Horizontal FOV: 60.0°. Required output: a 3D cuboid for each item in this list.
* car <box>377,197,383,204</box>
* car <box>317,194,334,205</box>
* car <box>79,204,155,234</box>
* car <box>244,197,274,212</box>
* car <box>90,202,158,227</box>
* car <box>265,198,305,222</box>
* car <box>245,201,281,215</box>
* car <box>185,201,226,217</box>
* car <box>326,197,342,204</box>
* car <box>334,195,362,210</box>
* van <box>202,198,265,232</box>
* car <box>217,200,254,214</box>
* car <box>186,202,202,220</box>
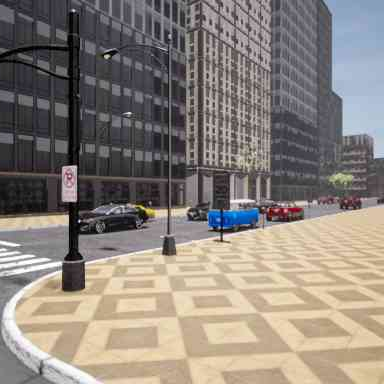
[{"bbox_3d":[38.243,1.659,66.497,1.947,1.339,4.313,0,0,38],"label":"car"},{"bbox_3d":[25.204,1.381,62.518,2.192,1.841,5.009,0,0,38],"label":"car"},{"bbox_3d":[-4.765,1.508,19.741,2.128,1.511,4.902,0,0,38],"label":"car"},{"bbox_3d":[8.184,1.471,40.512,1.967,1.590,4.097,0,0,38],"label":"car"},{"bbox_3d":[-4.749,1.540,24.001,1.752,1.417,4.829,0,0,38],"label":"car"},{"bbox_3d":[7.610,1.472,26.888,1.967,1.590,4.097,0,0,38],"label":"car"},{"bbox_3d":[7.769,1.632,35.924,1.895,1.301,4.718,0,0,38],"label":"car"},{"bbox_3d":[1.377,1.604,31.710,1.802,1.307,4.206,0,0,38],"label":"car"},{"bbox_3d":[28.607,1.625,66.918,2.008,1.369,4.403,0,0,38],"label":"car"},{"bbox_3d":[21.225,1.369,44.493,2.192,1.841,5.009,0,0,38],"label":"car"},{"bbox_3d":[2.632,1.368,20.270,1.690,1.788,3.998,0,0,38],"label":"van"},{"bbox_3d":[4.781,1.571,36.111,1.887,1.381,4.507,0,0,38],"label":"car"},{"bbox_3d":[1.485,1.528,27.819,1.837,1.490,4.892,0,0,38],"label":"car"}]
